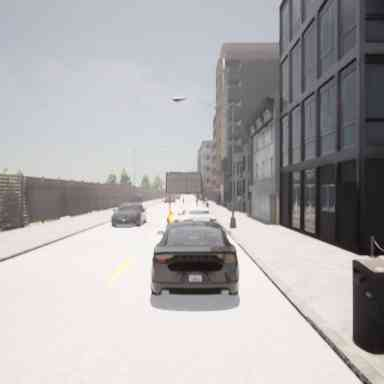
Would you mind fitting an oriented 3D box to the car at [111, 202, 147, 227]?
[{"bbox_3d":[-4.208,1.502,22.765,1.837,1.490,4.892,0,0,0],"label":"car"}]

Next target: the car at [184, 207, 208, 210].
[{"bbox_3d":[0.221,1.540,18.090,1.812,1.442,4.674,-1,-1,-6],"label":"car"}]

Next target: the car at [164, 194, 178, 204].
[{"bbox_3d":[-4.349,1.555,64.626,1.994,1.385,4.181,0,0,0],"label":"car"}]

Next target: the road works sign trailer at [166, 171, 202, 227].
[{"bbox_3d":[-0.583,0.462,21.609,2.380,3.560,2.880,0,0,-15],"label":"road works sign trailer"}]

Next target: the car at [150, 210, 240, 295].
[{"bbox_3d":[0.057,1.477,8.751,1.882,1.535,5.008,0,0,0],"label":"car"}]
